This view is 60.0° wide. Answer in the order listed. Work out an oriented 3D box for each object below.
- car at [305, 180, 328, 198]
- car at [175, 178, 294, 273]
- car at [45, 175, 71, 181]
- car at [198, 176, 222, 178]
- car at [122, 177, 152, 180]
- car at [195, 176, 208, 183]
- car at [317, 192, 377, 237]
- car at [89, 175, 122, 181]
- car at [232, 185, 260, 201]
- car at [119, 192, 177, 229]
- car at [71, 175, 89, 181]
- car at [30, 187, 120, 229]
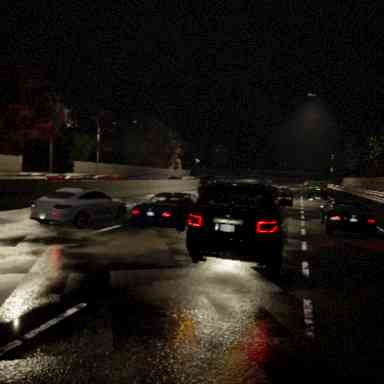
[{"bbox_3d":[15.230,-0.292,40.367,2.150,2.045,5.566,4,3,18],"label":"car"},{"bbox_3d":[1.574,0.745,9.517,2.150,2.045,5.566,4,3,18],"label":"car"},{"bbox_3d":[-16.906,-1.619,43.601,1.895,1.301,4.718,4,3,18],"label":"car"},{"bbox_3d":[2.276,-0.570,34.157,2.150,2.045,5.566,4,3,18],"label":"car"},{"bbox_3d":[-6.373,-1.157,42.062,1.882,1.535,5.008,4,3,18],"label":"car"},{"bbox_3d":[2.372,-2.953,79.752,1.837,1.490,4.892,4,3,18],"label":"car"},{"bbox_3d":[6.919,1.024,15.016,2.033,1.411,5.357,4,3,18],"label":"car"},{"bbox_3d":[-10.247,-1.309,41.467,1.882,1.535,5.008,4,3,18],"label":"car"},{"bbox_3d":[5.360,0.053,32.408,1.895,1.301,4.718,4,3,18],"label":"car"},{"bbox_3d":[-0.666,0.721,13.970,2.033,1.411,5.357,4,3,18],"label":"car"},{"bbox_3d":[-13.273,-1.475,43.450,1.994,1.385,4.181,4,3,18],"label":"car"},{"bbox_3d":[-4.440,0.536,13.661,1.812,1.442,4.674,4,3,18],"label":"car"}]
